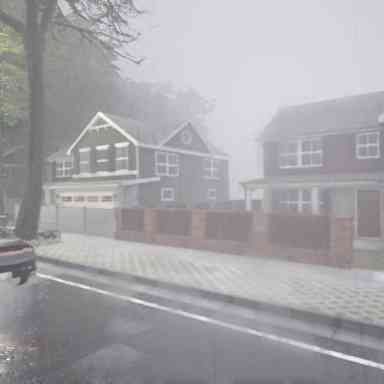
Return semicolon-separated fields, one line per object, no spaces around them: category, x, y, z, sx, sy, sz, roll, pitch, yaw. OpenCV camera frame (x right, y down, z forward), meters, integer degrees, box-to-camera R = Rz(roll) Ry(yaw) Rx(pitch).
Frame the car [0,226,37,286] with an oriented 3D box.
car;-5.729;1.472;8.076;4.902;1.511;2.128;0;0;36
